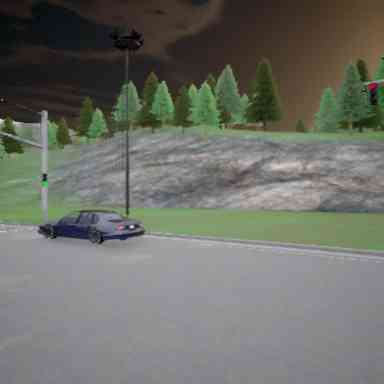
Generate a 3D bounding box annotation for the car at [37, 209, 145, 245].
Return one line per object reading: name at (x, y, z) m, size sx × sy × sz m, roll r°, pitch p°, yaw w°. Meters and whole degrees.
car at (-4.697, 1.512, 15.228) m, size 5.357 × 1.411 × 2.033 m, roll 0°, pitch 0°, yaw 30°
